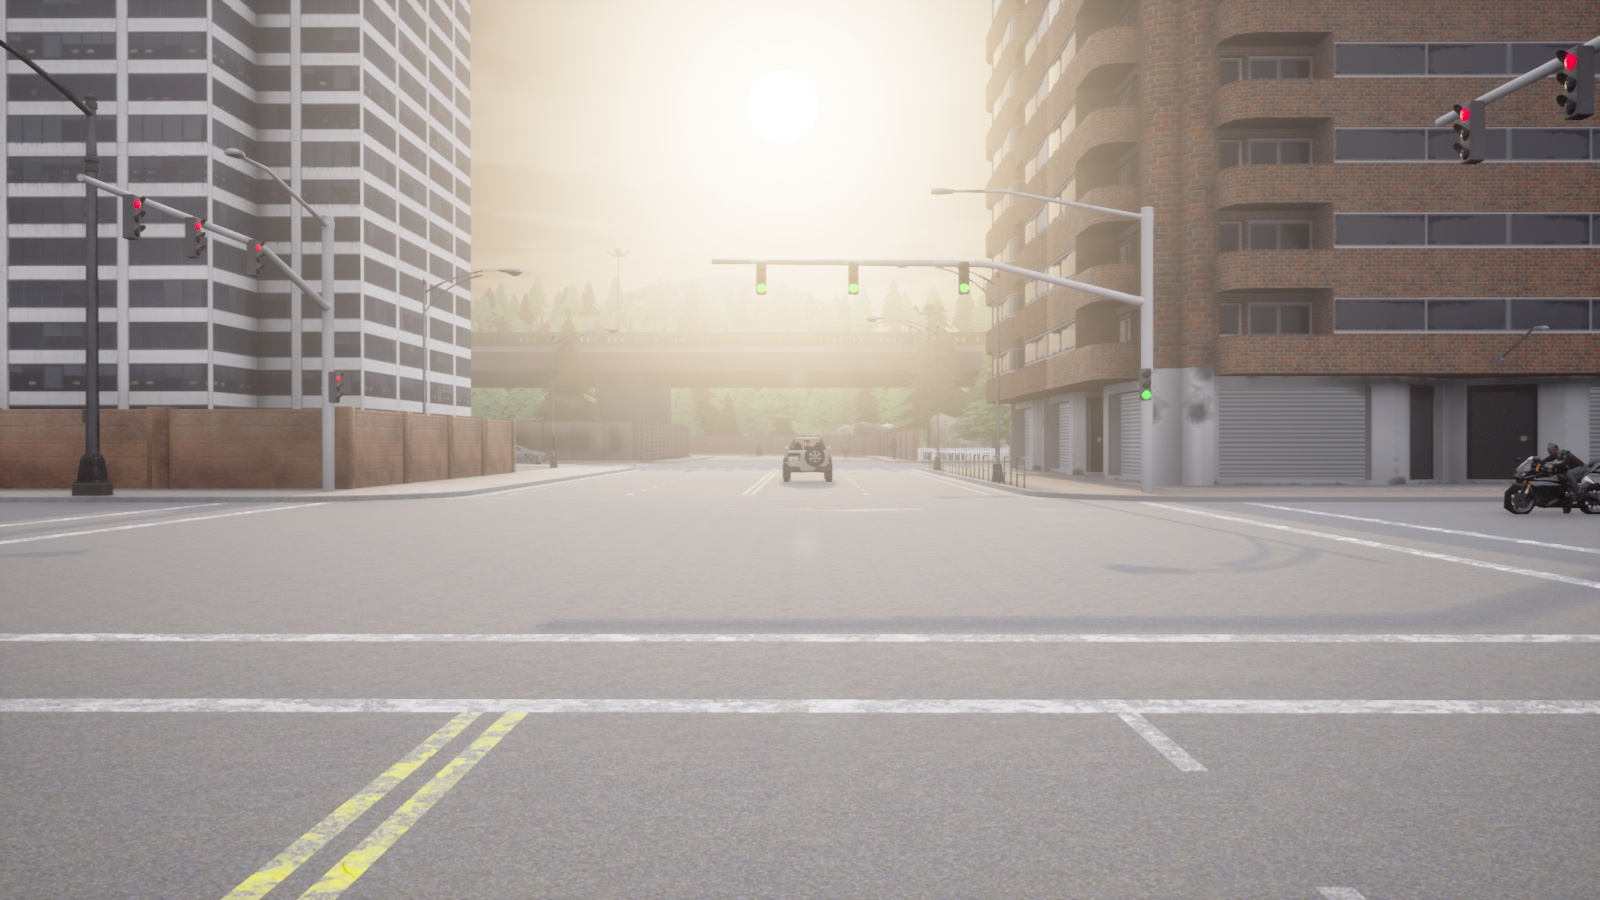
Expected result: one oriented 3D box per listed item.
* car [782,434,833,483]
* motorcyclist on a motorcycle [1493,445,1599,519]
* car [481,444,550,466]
[{"bbox_3d":[0.307,0.310,49.975,1.932,1.855,4.605,0,0,0],"label":"car"},{"bbox_3d":[15.865,0.661,26.302,2.191,1.530,0.866,0,0,1],"label":"motorcyclist on a motorcycle"},{"bbox_3d":[-18.793,0.319,83.084,4.181,1.385,1.994,0,0,0],"label":"car"}]
